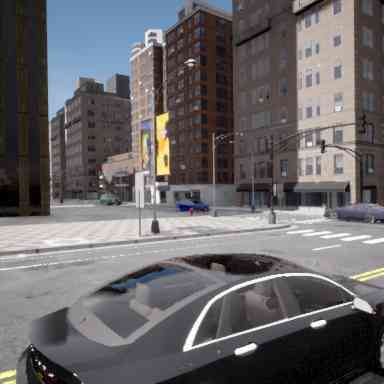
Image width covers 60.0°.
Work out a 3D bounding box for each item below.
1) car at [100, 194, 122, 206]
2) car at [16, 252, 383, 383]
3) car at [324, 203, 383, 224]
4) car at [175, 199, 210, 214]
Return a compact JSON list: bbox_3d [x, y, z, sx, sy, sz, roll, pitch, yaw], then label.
[{"bbox_3d":[-14.215,1.435,57.990,2.150,2.045,5.566,-1,0,-35],"label":"car"},{"bbox_3d":[0.694,1.504,3.935,4.892,1.490,1.837,0,0,-35],"label":"car"},{"bbox_3d":[12.553,1.549,24.824,2.033,1.411,5.357,0,0,-29],"label":"car"},{"bbox_3d":[0.007,1.600,37.655,1.882,1.535,5.008,-1,1,-35],"label":"car"}]
